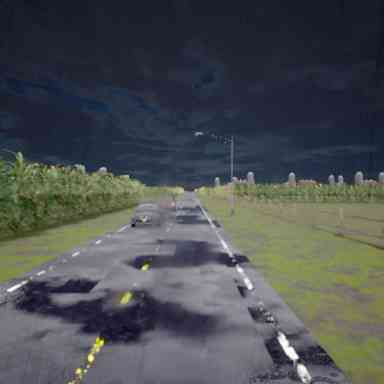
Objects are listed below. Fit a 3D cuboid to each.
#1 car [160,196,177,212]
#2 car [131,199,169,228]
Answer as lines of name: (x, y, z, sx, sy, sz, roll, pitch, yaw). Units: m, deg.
car: (-2.781, 1.304, 36.618, 2.097, 1.767, 4.553, 0, 0, 0)
car: (-2.799, 1.451, 22.027, 1.837, 1.490, 4.892, 0, 0, 0)
